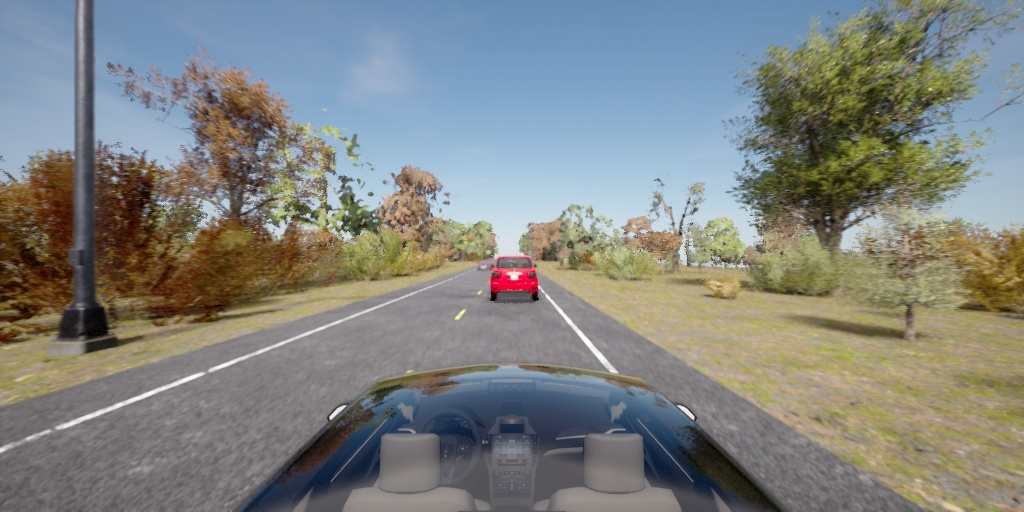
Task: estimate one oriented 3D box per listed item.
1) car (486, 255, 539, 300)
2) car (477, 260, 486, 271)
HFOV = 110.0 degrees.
[{"bbox_3d":[0.096,0.969,17.679,2.150,2.045,5.566,0,0,0],"label":"car"},{"bbox_3d":[-3.688,1.264,48.559,1.812,1.442,4.674,0,0,0],"label":"car"}]
